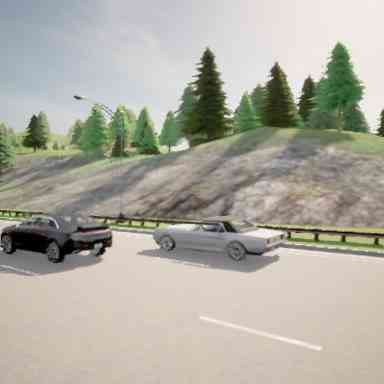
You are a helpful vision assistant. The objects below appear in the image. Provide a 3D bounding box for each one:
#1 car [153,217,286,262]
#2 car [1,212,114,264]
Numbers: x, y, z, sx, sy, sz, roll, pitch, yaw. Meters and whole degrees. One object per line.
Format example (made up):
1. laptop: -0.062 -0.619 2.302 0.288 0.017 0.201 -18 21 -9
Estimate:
1. car: 0.824 1.567 12.094 4.718 1.301 1.895 0 0 35
2. car: -4.908 1.477 11.811 4.902 1.511 2.128 0 0 35
